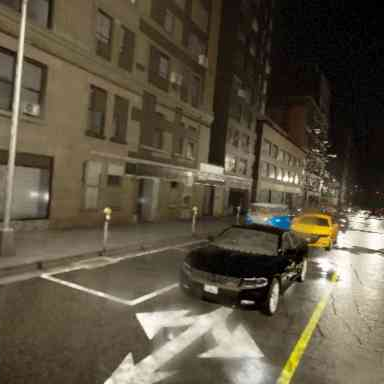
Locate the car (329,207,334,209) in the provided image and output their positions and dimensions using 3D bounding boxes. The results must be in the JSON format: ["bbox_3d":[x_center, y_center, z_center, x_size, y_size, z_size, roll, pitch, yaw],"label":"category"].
[{"bbox_3d":[14.679,2.535,37.897,1.802,1.307,4.206,5,0,28],"label":"car"}]

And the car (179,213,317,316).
[{"bbox_3d":[1.544,1.533,8.081,1.882,1.535,5.008,6,1,28],"label":"car"}]

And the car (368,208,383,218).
[{"bbox_3d":[35.730,4.058,65.037,2.097,1.767,4.553,6,1,28],"label":"car"}]

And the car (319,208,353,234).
[{"bbox_3d":[11.223,2.307,26.046,2.033,1.411,5.357,6,1,28],"label":"car"}]

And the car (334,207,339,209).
[{"bbox_3d":[17.295,2.591,42.734,1.967,1.590,4.097,5,0,28],"label":"car"}]

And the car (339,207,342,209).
[{"bbox_3d":[19.811,2.868,47.421,1.752,1.417,4.829,5,0,28],"label":"car"}]

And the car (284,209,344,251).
[{"bbox_3d":[6.226,1.872,16.770,1.882,1.535,5.008,6,1,28],"label":"car"}]

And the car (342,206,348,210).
[{"bbox_3d":[25.097,3.296,57.245,1.887,1.381,4.507,5,0,28],"label":"car"}]

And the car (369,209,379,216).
[{"bbox_3d":[41.695,4.676,76.146,1.837,1.490,4.892,6,1,28],"label":"car"}]

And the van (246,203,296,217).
[{"bbox_3d":[4.283,1.526,18.548,1.690,1.788,3.998,5,1,28],"label":"van"}]

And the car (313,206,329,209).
[{"bbox_3d":[11.999,2.278,32.910,1.752,1.417,4.829,5,1,28],"label":"car"}]

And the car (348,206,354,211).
[{"bbox_3d":[35.520,4.009,76.592,1.967,1.590,4.097,5,0,28],"label":"car"}]
